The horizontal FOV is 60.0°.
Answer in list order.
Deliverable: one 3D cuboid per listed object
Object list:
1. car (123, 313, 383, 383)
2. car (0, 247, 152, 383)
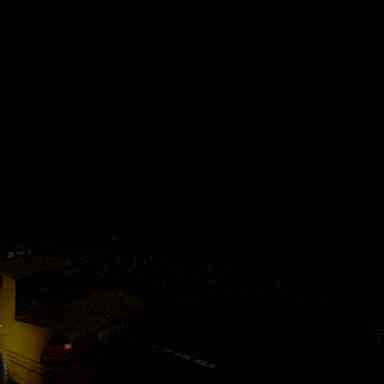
[{"bbox_3d":[1.953,1.551,1.698,4.403,1.369,2.008,0,1,35],"label":"car"},{"bbox_3d":[-2.736,1.526,5.036,4.829,1.417,1.752,0,1,35],"label":"car"}]
